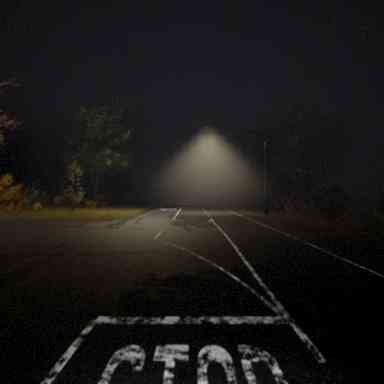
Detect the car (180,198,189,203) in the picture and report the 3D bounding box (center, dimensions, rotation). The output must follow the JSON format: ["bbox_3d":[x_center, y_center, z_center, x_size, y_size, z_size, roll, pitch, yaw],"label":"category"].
[{"bbox_3d":[-1.981,2.278,90.631,1.837,1.490,4.892,0,-1,6],"label":"car"}]

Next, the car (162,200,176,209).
[{"bbox_3d":[-3.559,2.010,52.528,1.994,1.385,4.181,0,0,-1],"label":"car"}]
